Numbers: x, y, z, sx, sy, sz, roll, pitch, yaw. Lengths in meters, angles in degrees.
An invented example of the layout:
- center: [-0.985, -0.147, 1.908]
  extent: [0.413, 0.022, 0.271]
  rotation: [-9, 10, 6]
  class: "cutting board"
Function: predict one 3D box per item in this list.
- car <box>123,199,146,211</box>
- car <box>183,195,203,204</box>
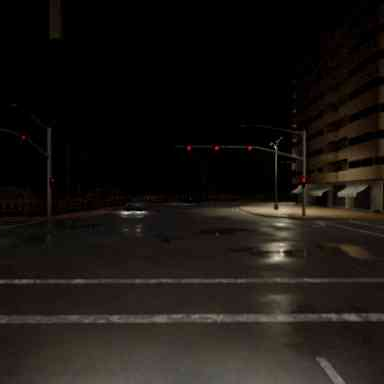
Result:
- center: [-6.915, 1.544, 40.528]
  extent: [1.812, 1.442, 4.674]
  rotation: [0, 0, 2]
  class: "car"
- center: [0.235, 1.324, 65.090]
  extent: [2.097, 1.767, 4.553]
  rotation: [1, 0, 35]
  class: "car"
